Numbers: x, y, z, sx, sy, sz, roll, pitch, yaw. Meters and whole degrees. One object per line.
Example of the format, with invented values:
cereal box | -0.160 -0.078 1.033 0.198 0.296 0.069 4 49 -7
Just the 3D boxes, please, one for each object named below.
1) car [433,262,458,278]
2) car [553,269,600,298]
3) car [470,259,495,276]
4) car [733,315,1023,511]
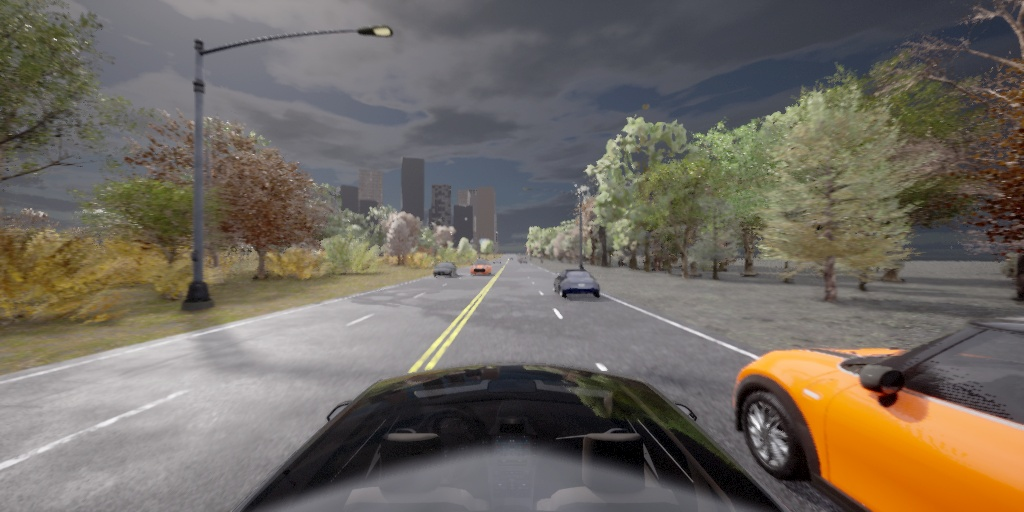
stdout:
car | -6.577 1.359 35.777 1.837 1.490 4.892 0 0 0
car | 3.355 1.384 19.247 1.994 1.385 4.181 0 0 0
car | -3.313 1.208 39.024 2.097 1.767 4.553 0 0 0
car | 3.349 1.099 1.878 2.097 1.767 4.553 0 -1 0
